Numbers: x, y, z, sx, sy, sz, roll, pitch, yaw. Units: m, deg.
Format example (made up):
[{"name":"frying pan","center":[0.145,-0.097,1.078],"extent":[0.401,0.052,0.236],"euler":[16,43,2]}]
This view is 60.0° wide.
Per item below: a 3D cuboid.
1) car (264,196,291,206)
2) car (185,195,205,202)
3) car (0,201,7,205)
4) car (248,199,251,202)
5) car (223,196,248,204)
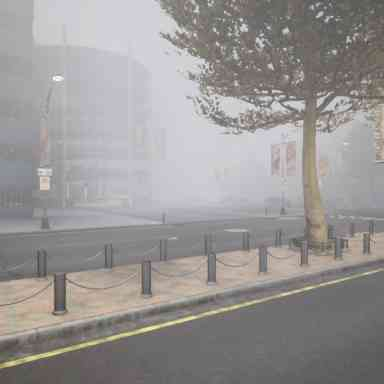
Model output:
[{"name":"car","center":[14.448,1.478,56.264],"extent":[1.882,1.535,5.008],"euler":[0,0,-34]},{"name":"car","center":[0.735,1.525,74.398],"extent":[4.902,1.511,2.128],"euler":[0,0,42]},{"name":"car","center":[-20.489,1.320,32.171],"extent":[4.674,1.452,2.002],"euler":[0,0,-34]},{"name":"car","center":[9.903,1.599,69.490],"extent":[1.895,1.301,4.718],"euler":[0,0,-37]},{"name":"car","center":[8.153,1.477,65.703],"extent":[1.882,1.535,5.008],"euler":[0,0,-34]}]
